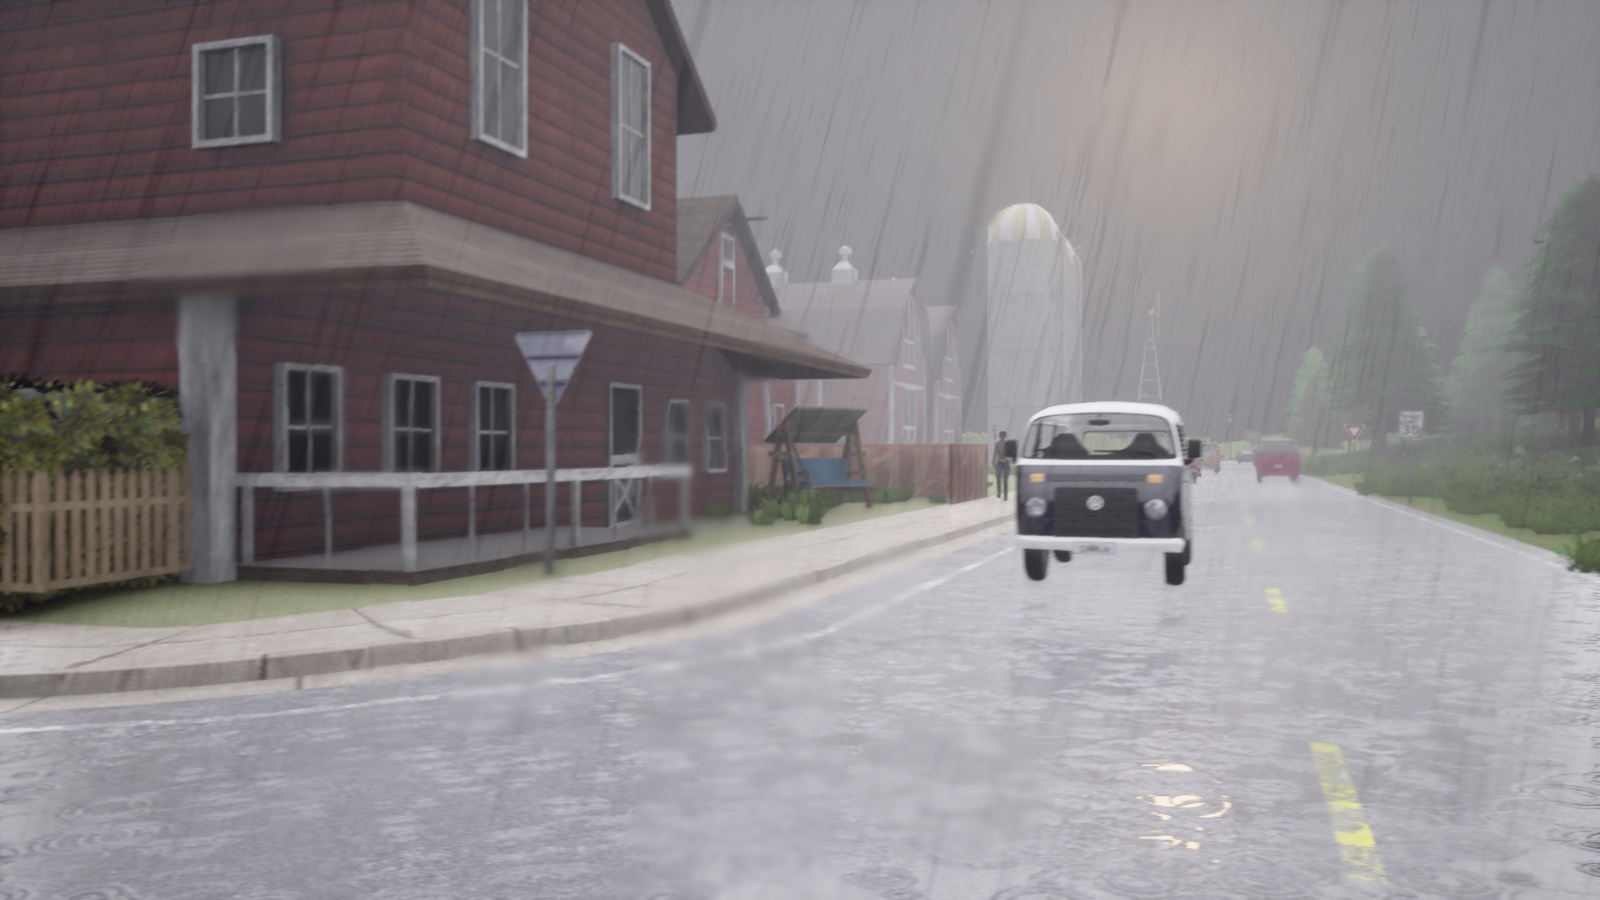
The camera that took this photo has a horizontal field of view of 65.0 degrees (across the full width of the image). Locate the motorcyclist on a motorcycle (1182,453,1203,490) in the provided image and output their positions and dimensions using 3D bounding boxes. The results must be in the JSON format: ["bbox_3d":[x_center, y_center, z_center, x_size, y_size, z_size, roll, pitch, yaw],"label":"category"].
[{"bbox_3d":[16.846,0.914,53.884,0.797,1.523,2.044,0,0,19],"label":"motorcyclist on a motorcycle"}]

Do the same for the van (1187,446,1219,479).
[{"bbox_3d":[25.766,0.797,80.216,1.775,1.987,4.442,0,0,19],"label":"van"}]

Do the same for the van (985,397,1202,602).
[{"bbox_3d":[3.649,0.493,14.972,2.069,2.038,4.480,0,0,19],"label":"van"}]

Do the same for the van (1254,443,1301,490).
[{"bbox_3d":[21.342,0.725,56.235,1.775,1.987,4.442,0,0,19],"label":"van"}]

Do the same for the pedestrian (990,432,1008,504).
[{"bbox_3d":[5.084,0.461,32.069,0.328,1.805,0.869,0,0,18],"label":"pedestrian"}]
